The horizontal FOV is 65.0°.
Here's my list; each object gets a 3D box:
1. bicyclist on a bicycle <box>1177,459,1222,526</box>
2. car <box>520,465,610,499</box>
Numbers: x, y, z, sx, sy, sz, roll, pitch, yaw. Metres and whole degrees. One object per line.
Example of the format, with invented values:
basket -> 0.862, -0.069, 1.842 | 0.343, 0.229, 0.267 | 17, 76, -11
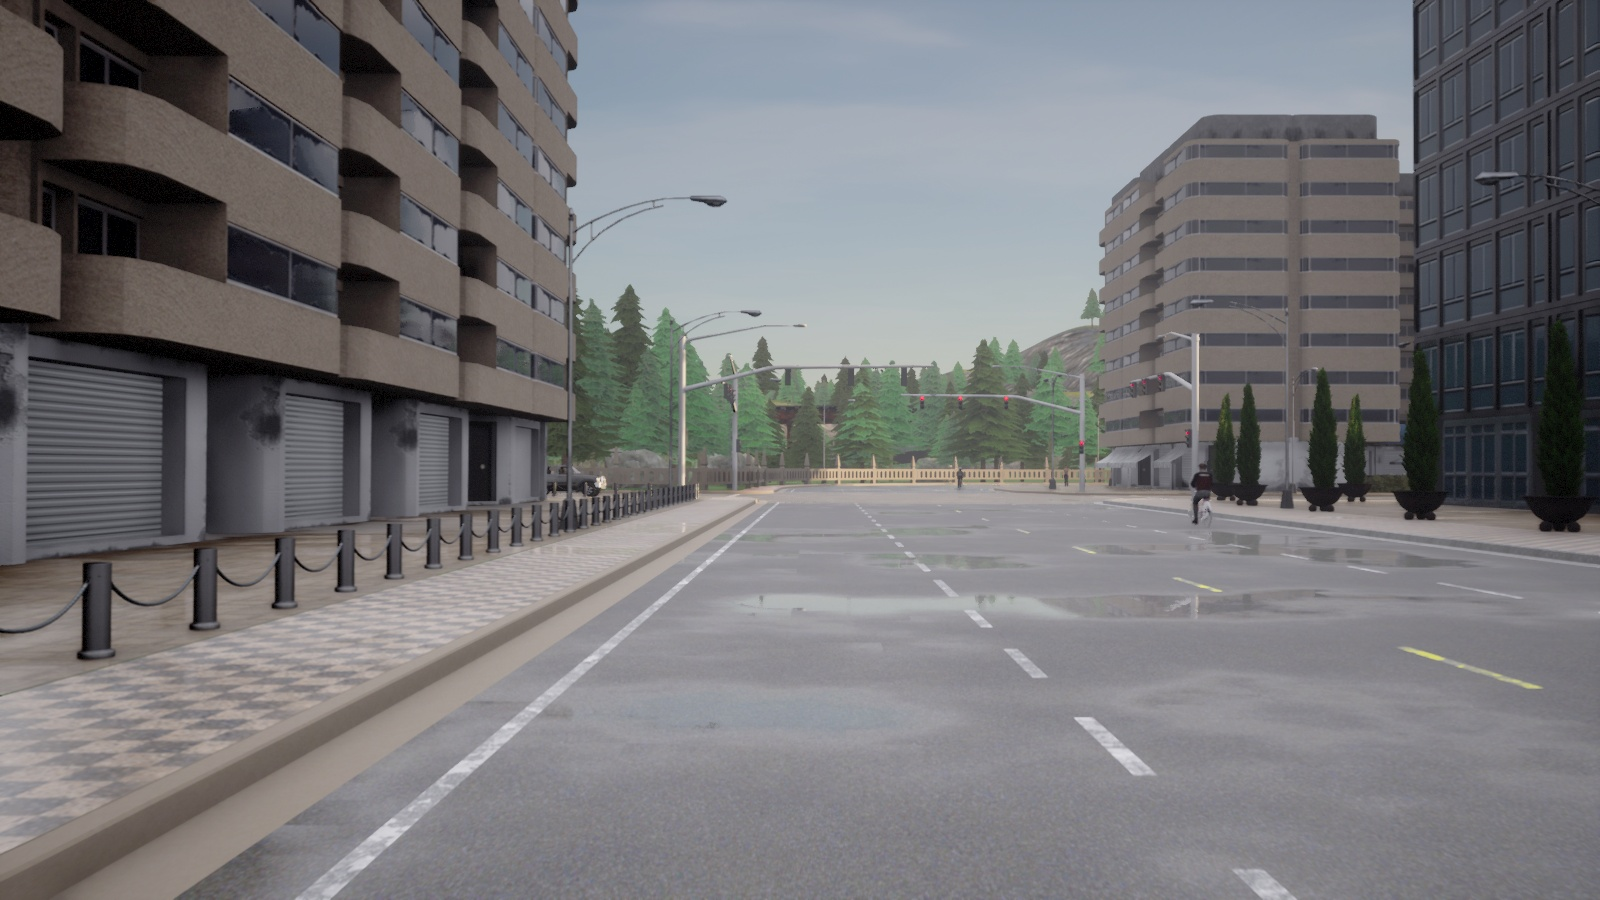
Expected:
bicyclist on a bicycle -> 10.941, 1.152, 34.406 | 0.659, 1.776, 1.843 | 0, -1, 1
car -> -12.965, 1.771, 69.446 | 4.605, 1.855, 1.932 | 0, -1, 1
